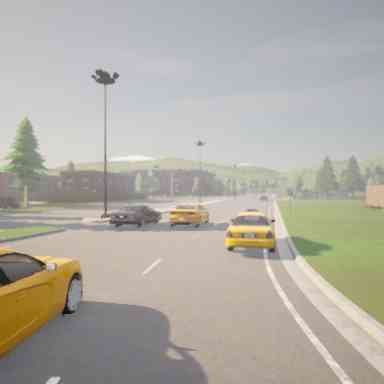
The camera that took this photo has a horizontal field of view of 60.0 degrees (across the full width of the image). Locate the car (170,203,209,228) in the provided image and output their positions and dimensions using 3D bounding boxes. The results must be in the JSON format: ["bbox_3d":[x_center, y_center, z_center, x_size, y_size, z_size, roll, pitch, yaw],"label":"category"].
[{"bbox_3d":[-0.081,1.518,22.885,1.882,1.535,5.008,0,0,13],"label":"car"}]

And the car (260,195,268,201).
[{"bbox_3d":[17.684,1.503,81.800,2.033,1.411,5.357,0,0,14],"label":"car"}]

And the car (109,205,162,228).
[{"bbox_3d":[-3.719,1.592,22.803,2.033,1.411,5.357,0,0,13],"label":"car"}]

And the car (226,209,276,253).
[{"bbox_3d":[2.522,1.477,13.924,1.801,1.575,5.366,0,0,12],"label":"car"}]

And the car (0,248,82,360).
[{"bbox_3d":[-3.187,1.490,4.609,1.882,1.535,5.008,0,0,3],"label":"car"}]
